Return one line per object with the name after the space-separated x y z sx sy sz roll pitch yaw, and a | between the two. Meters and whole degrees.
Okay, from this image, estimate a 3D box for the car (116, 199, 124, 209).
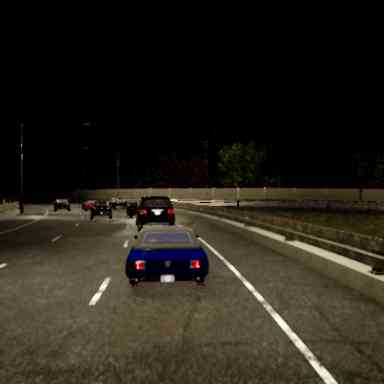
-9.943 1.658 44.724 2.128 1.511 4.902 0 0 -24 | car

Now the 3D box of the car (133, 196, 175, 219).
-2.398 1.291 20.925 2.150 2.045 5.566 0 -1 -11 | car

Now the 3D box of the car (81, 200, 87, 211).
-13.249 1.730 43.543 1.994 1.385 4.181 0 0 -24 | car

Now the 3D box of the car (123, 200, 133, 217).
-5.283 1.681 32.460 1.994 1.385 4.181 0 0 -17 | car

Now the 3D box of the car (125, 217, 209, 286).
-0.725 1.634 9.562 1.895 1.301 4.718 0 0 -5 | car

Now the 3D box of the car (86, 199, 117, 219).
-8.423 1.608 30.848 2.128 1.511 4.902 0 0 -16 | car

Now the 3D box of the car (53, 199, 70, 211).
-16.881 1.661 43.119 2.128 1.511 4.902 0 0 -24 | car
